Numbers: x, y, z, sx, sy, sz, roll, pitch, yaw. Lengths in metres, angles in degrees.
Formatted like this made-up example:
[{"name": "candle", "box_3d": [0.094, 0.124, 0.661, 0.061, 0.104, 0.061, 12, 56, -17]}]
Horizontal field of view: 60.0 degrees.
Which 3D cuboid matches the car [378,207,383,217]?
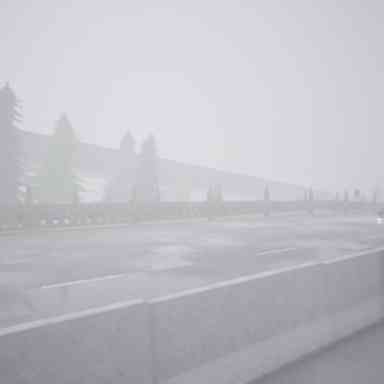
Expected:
[{"name": "car", "box_3d": [18.786, 1.589, 30.294, 4.674, 1.442, 1.812, 1, -1, -35]}]
